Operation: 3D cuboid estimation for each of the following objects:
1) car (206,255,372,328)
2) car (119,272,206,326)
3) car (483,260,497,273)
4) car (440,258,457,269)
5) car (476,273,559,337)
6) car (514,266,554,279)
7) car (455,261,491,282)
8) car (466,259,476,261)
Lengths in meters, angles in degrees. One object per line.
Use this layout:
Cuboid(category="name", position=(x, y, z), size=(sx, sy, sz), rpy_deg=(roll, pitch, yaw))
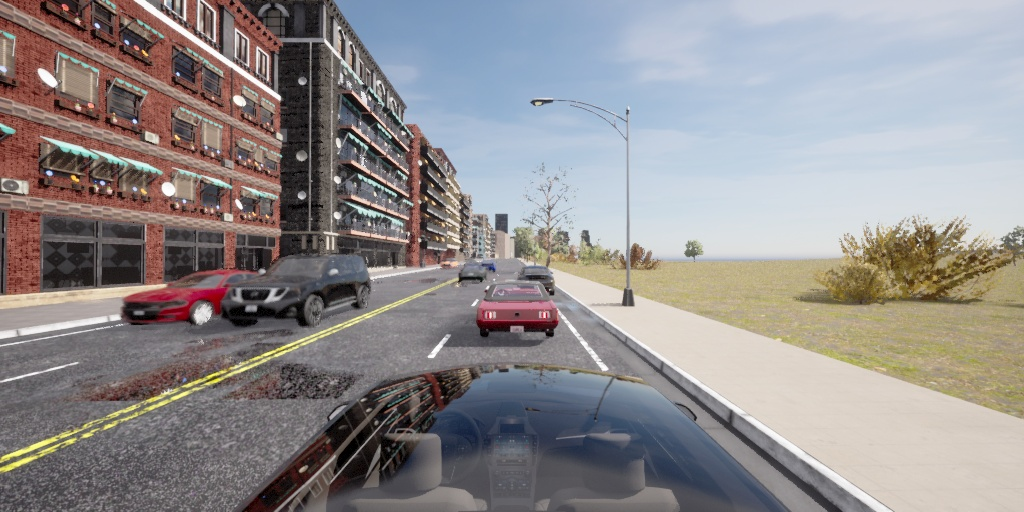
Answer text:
Cuboid(category="car", position=(-6.559, 0.973, 11.805), size=(2.150, 2.045, 5.566), rpy_deg=(0, 0, 0))
Cuboid(category="car", position=(-9.807, 1.229, 11.932), size=(1.882, 1.535, 5.008), rpy_deg=(0, 0, 0))
Cuboid(category="car", position=(-2.965, 1.229, 44.783), size=(1.882, 1.535, 5.008), rpy_deg=(0, 0, 0))
Cuboid(category="car", position=(-9.609, 1.103, 55.109), size=(2.097, 1.767, 4.553), rpy_deg=(0, 0, 0))
Cuboid(category="car", position=(0.135, 1.352, 10.246), size=(1.895, 1.301, 4.718), rpy_deg=(0, 0, 0))
Cuboid(category="car", position=(1.213, 1.257, 19.446), size=(1.837, 1.490, 4.892), rpy_deg=(0, 0, 0))
Cuboid(category="car", position=(-3.035, 1.315, 28.462), size=(1.994, 1.385, 4.181), rpy_deg=(0, 0, 0))
Cuboid(category="car", position=(-6.360, 1.255, 55.239), size=(1.837, 1.490, 4.892), rpy_deg=(0, 0, 0))
